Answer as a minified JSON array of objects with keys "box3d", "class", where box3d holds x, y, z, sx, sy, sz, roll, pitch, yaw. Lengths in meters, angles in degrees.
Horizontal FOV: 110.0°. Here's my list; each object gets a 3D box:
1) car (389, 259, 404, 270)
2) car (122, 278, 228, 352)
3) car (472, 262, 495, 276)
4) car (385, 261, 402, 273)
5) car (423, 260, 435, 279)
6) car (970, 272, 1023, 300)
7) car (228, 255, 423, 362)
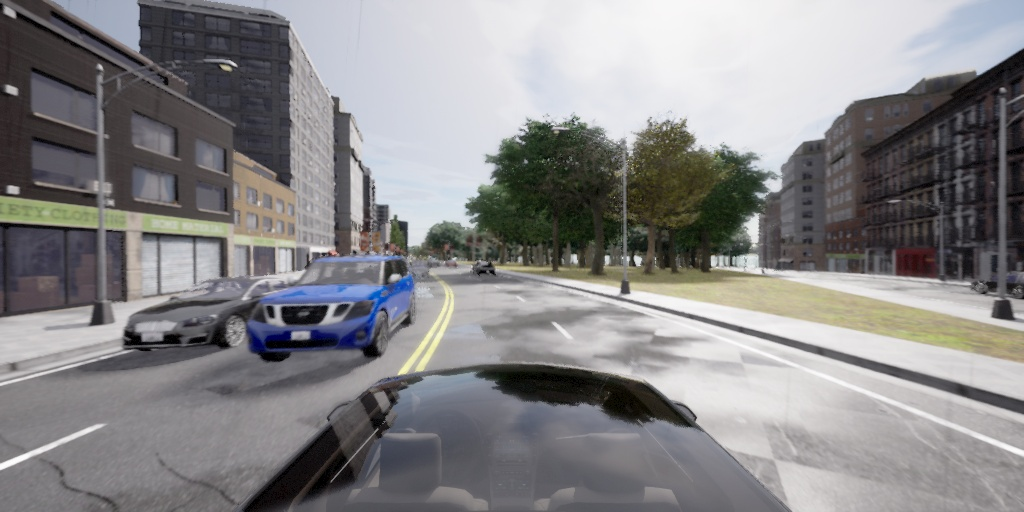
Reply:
[{"box3d":[-18.813,1.346,58.608,2.097,1.767,4.553,0,0,-15],"class":"car"},{"box3d":[-7.161,1.311,9.343,2.128,1.511,4.902,-1,0,-6],"class":"car"},{"box3d":[-3.060,1.345,38.342,1.837,1.490,4.892,0,0,-15],"class":"car"},{"box3d":[-16.387,1.441,49.703,1.882,1.535,5.008,0,0,-15],"class":"car"},{"box3d":[-8.713,1.372,33.680,2.128,1.511,4.902,0,0,-15],"class":"car"},{"box3d":[28.030,1.596,19.614,2.033,1.411,5.357,0,-1,28],"class":"car"},{"box3d":[-3.781,0.985,8.739,2.150,2.045,5.566,-1,0,-5],"class":"car"}]
